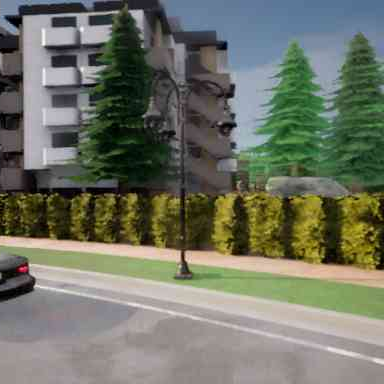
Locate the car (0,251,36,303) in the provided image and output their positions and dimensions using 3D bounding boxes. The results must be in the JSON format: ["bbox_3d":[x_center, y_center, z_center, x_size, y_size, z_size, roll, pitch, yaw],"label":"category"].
[{"bbox_3d":[-5.702,1.531,6.780,5.357,1.411,2.033,0,0,24],"label":"car"}]
